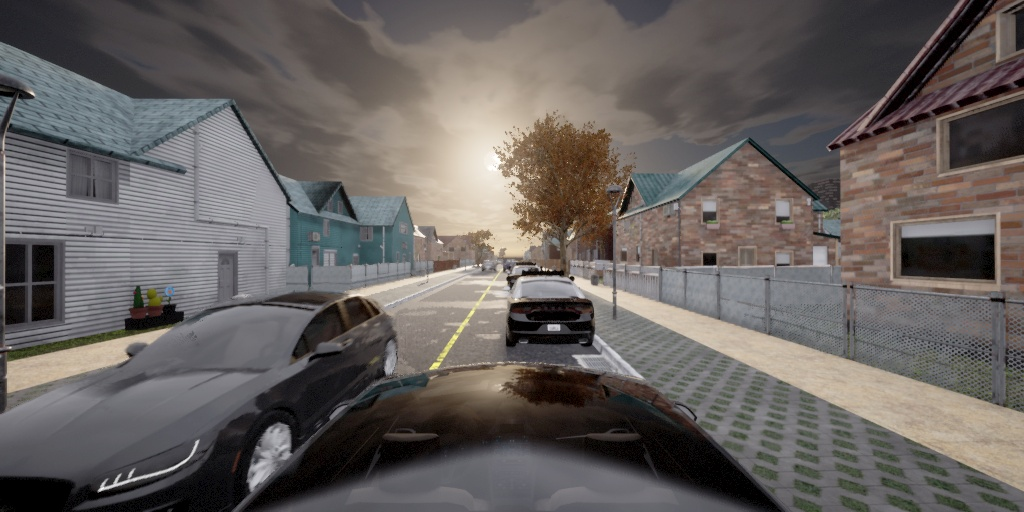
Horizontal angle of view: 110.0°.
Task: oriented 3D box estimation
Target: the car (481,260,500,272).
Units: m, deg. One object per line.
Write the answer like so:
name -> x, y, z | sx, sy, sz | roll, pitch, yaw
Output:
car -> -3.017, 1.342, 47.184 | 2.128, 1.511, 4.902 | 0, 0, 0

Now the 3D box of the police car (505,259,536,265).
police car -> 0.760, 1.184, 19.489 | 1.930, 1.638, 5.238 | 0, 0, 0

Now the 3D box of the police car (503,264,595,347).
police car -> 0.798, 1.178, 9.489 | 1.930, 1.638, 5.238 | 0, 0, 0

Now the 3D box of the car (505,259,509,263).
car -> 0.737, 1.113, 25.349 | 2.097, 1.767, 4.553 | 0, 0, 0

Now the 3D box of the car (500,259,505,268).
car -> -0.133, 1.213, 49.086 | 2.097, 1.767, 4.553 | 0, 0, 0

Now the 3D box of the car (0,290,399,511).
car -> -2.858, 1.255, 4.383 | 1.837, 1.490, 4.892 | 0, 0, 0
